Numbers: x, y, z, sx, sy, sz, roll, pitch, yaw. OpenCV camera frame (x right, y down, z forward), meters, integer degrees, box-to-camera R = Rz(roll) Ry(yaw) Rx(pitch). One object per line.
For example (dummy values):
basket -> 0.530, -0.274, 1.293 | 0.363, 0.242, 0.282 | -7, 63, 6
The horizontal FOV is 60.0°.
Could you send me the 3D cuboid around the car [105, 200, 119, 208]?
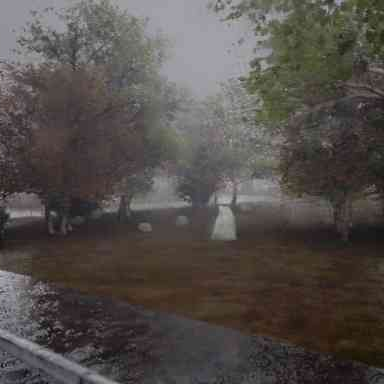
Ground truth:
car -> -13.733, 1.994, 55.952 | 1.994, 1.385, 4.181 | -1, 0, 37
